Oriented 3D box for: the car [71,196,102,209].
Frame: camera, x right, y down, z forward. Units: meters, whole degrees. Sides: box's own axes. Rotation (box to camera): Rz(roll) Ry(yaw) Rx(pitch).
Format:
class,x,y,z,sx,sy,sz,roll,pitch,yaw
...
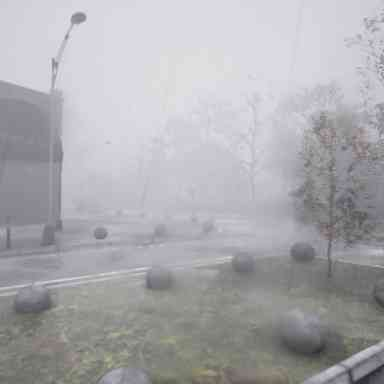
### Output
class,x,y,z,sx,sy,sz,roll,pitch,yaw
car,-14.508,1.312,45.511,4.553,1.767,2.097,2,0,35
